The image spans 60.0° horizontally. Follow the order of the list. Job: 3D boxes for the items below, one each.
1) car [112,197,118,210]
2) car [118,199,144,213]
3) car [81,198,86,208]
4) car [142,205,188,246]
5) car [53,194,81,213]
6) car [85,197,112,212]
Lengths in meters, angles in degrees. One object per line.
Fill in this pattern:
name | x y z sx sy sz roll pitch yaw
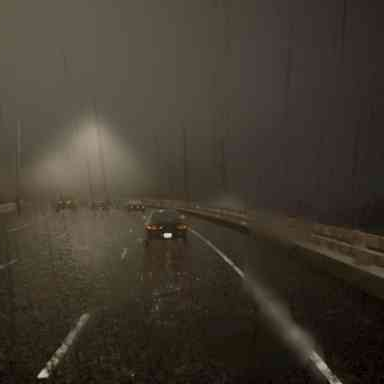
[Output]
car | -8.359 1.561 41.898 1.812 1.442 4.674 0 0 -24
car | -6.464 1.574 36.772 2.033 1.411 5.357 0 0 -20
car | -15.750 1.636 49.669 1.994 1.385 4.181 0 0 -29
car | -1.268 1.529 15.270 1.812 1.442 4.674 0 0 -8
car | -14.469 1.290 38.368 2.150 2.045 5.566 0 0 -24
car | -11.239 1.555 39.734 1.837 1.490 4.892 0 0 -24
